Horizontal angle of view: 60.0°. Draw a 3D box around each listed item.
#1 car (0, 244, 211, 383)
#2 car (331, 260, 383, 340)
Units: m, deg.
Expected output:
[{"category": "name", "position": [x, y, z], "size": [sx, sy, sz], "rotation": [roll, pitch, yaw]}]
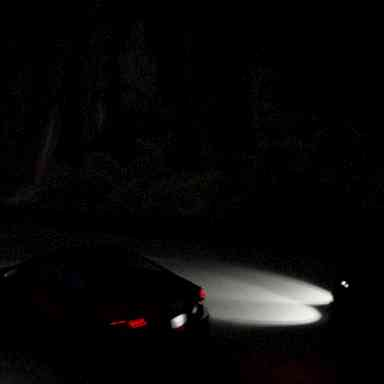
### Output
[{"category": "car", "position": [-1.789, 1.557, 5.268], "size": [4.181, 1.385, 1.994], "rotation": [0, 0, 36]}, {"category": "car", "position": [4.436, 1.566, 5.126], "size": [4.181, 1.385, 1.994], "rotation": [0, 0, 36]}]
